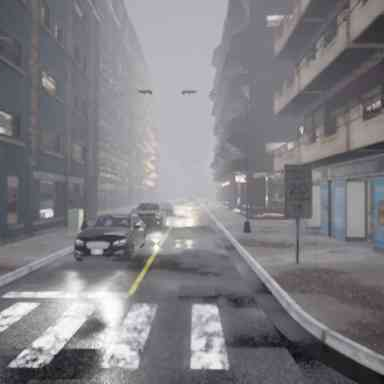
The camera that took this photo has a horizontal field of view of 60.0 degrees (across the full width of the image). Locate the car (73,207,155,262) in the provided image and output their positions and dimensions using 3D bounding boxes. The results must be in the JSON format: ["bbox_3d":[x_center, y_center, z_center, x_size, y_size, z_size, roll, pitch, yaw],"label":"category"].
[{"bbox_3d":[-2.855,1.541,12.446,2.128,1.511,4.902,0,0,0],"label":"car"}]

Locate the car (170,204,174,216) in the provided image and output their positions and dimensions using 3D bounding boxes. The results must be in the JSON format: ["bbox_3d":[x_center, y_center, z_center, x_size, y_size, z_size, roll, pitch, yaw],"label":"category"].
[{"bbox_3d":[-2.877,1.724,34.005,1.994,1.385,4.181,0,0,-1],"label":"car"}]

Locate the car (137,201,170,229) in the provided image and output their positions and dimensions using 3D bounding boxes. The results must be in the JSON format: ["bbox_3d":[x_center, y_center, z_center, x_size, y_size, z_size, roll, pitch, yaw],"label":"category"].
[{"bbox_3d":[-2.865,1.450,22.281,2.097,1.767,4.553,0,0,0],"label":"car"}]

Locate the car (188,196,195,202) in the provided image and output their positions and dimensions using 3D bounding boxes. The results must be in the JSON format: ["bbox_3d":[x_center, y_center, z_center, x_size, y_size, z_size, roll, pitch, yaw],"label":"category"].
[{"bbox_3d":[-0.096,2.029,93.134,1.837,1.490,4.892,0,0,0],"label":"car"}]
